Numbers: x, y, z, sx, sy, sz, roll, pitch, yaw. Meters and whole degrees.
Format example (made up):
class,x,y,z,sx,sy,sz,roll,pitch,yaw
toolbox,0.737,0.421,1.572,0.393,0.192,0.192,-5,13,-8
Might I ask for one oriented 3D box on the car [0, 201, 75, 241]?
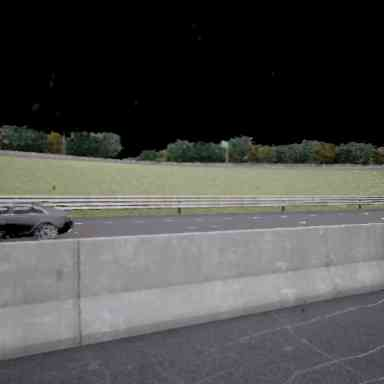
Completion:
class,x,y,z,sx,sy,sz,roll,pitch,yaw
car,-6.914,1.096,12.216,4.902,1.511,2.128,0,1,-26

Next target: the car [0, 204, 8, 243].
class,x,y,z,sx,sy,sz,roll,pitch,yaw
car,-7.410,1.187,8.085,4.892,1.490,1.837,0,1,-26
